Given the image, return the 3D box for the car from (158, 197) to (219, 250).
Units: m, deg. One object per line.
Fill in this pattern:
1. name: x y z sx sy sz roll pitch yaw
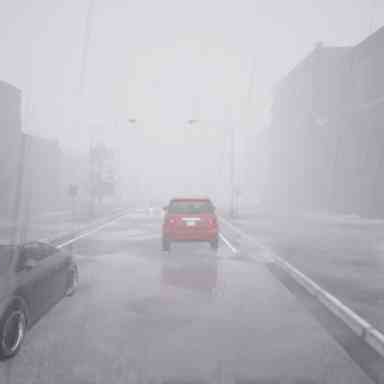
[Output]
1. car: -0.106 1.201 14.408 2.150 2.045 5.566 0 0 -2

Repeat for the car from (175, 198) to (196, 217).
1. car: -0.700 1.435 32.279 1.882 1.535 5.008 0 0 -2

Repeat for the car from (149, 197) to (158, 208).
1. car: -4.882 1.461 47.064 1.812 1.442 4.674 0 0 -2

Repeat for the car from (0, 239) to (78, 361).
1. car: -3.446 1.554 5.710 1.994 1.385 4.181 0 0 -2
